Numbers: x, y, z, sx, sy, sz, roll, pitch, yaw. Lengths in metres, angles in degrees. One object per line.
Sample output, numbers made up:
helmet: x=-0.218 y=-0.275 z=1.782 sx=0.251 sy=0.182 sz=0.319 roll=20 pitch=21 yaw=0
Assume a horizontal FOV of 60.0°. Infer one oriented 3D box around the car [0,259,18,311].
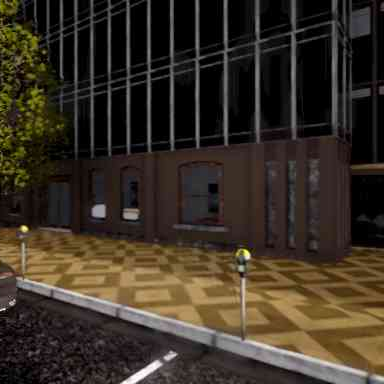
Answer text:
car: x=-5.045 y=1.541 z=6.330 sx=4.403 sy=1.369 sz=2.008 roll=0 pitch=0 yaw=34
